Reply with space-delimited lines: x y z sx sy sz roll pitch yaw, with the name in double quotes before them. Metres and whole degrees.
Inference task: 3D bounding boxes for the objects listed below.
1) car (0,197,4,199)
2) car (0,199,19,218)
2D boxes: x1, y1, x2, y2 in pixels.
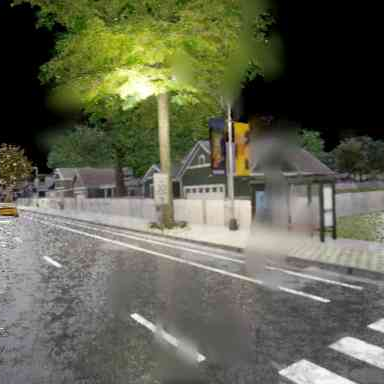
"car" -25.350 1.725 42.815 2.150 2.045 5.566 -2 1 -36
"car" -19.166 1.847 34.239 1.882 1.535 5.008 -2 0 -35
